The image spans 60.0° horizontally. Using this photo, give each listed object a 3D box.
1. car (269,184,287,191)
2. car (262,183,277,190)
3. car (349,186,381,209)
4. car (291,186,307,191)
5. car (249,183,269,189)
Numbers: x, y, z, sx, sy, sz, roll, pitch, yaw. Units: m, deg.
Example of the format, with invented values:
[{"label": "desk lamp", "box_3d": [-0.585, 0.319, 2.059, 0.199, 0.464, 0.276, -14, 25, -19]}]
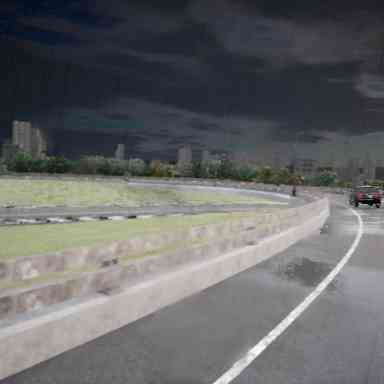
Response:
[{"label": "car", "box_3d": [20.549, -1.051, 78.384, 2.097, 1.767, 4.553, 1, 2, -9]}, {"label": "car", "box_3d": [21.270, -1.534, 91.633, 2.097, 1.767, 4.553, 1, 2, -18]}, {"label": "car", "box_3d": [16.994, 0.441, 32.754, 2.150, 2.045, 5.566, 2, 3, 18]}, {"label": "car", "box_3d": [24.415, -0.679, 75.877, 2.128, 1.511, 4.902, 1, 2, -9]}, {"label": "car", "box_3d": [18.032, -1.337, 90.194, 1.895, 1.301, 4.718, 1, 2, -18]}]
